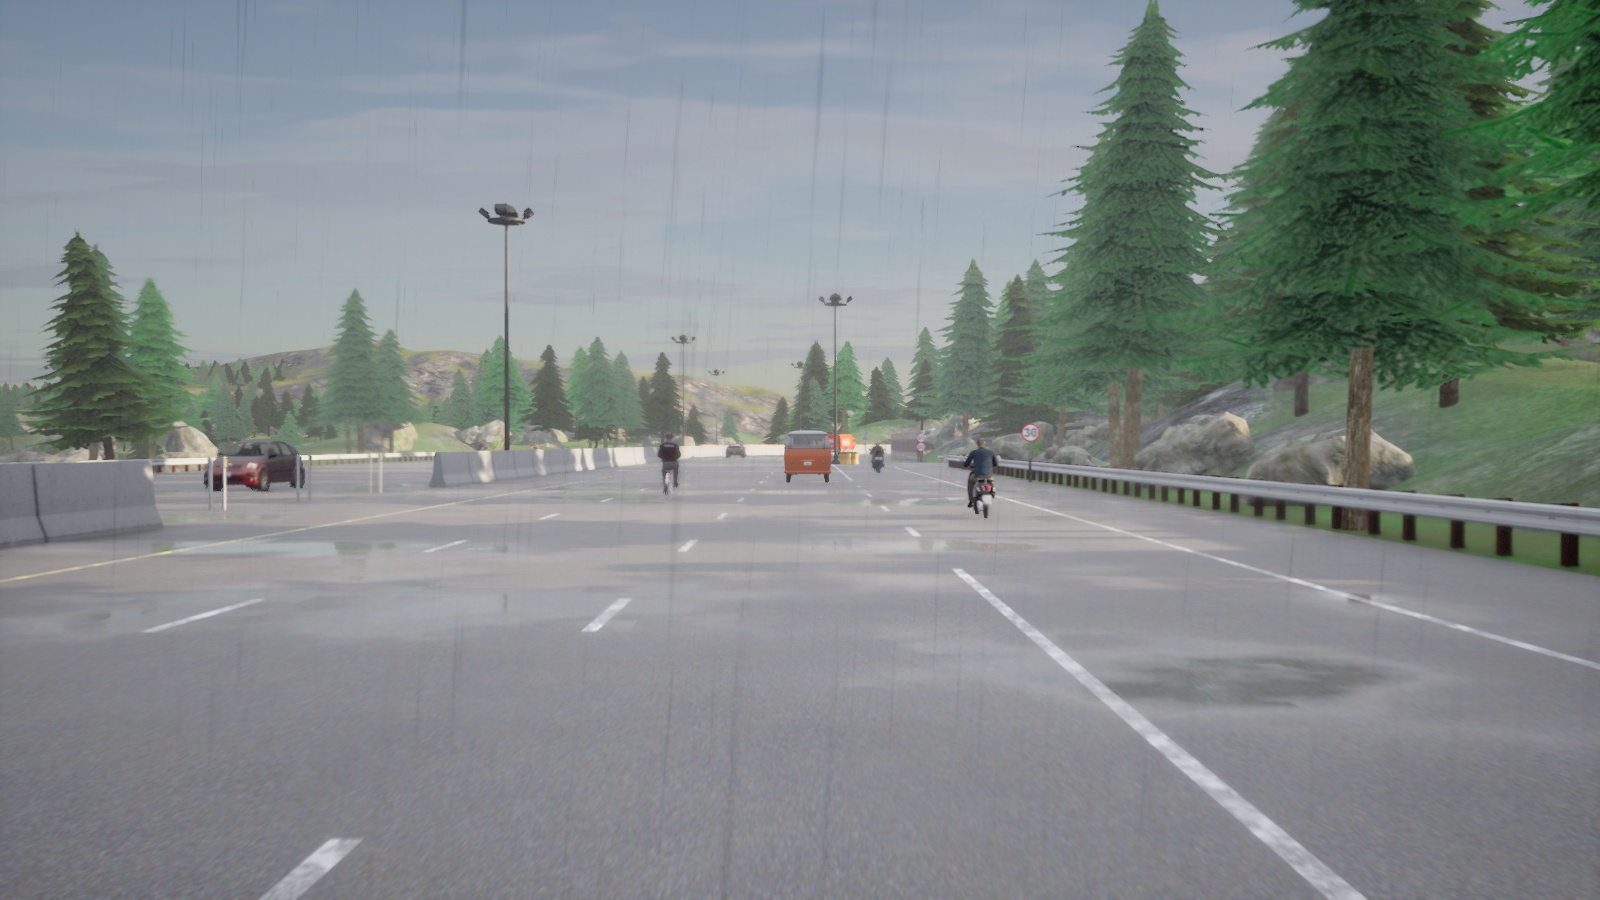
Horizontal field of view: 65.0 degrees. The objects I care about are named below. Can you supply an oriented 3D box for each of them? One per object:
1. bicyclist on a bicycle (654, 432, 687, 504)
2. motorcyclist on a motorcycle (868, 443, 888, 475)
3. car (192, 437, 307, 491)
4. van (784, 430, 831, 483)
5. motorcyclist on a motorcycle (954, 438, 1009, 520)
[{"bbox_3d":[-3.300,0.433,32.094,0.659,1.776,1.843,0,1,0],"label":"bicyclist on a bicycle"},{"bbox_3d":[3.877,0.431,62.717,0.866,1.530,2.191,0,0,0],"label":"motorcyclist on a motorcycle"},{"bbox_3d":[-17.257,0.408,39.556,1.851,1.617,3.988,0,0,0],"label":"car"},{"bbox_3d":[0.299,0.223,49.236,1.775,1.987,4.442,0,0,0],"label":"van"},{"bbox_3d":[3.662,0.559,25.451,0.866,1.590,1.817,0,0,0],"label":"motorcyclist on a motorcycle"}]
